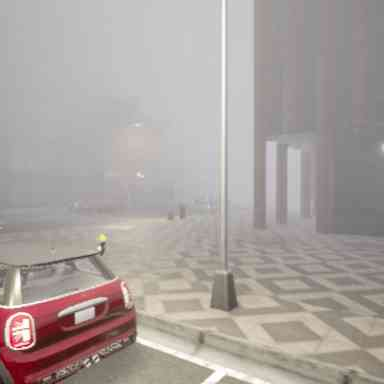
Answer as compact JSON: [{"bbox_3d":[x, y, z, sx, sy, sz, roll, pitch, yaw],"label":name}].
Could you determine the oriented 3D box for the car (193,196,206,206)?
[{"bbox_3d":[2.119,1.424,54.760,1.837,1.490,4.892,0,0,36],"label":"car"}]

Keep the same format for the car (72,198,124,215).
[{"bbox_3d":[-9.175,1.582,33.314,1.895,1.301,4.718,0,0,35],"label":"car"}]

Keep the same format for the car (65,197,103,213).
[{"bbox_3d":[-11.321,1.321,35.899,2.097,1.767,4.553,0,0,35],"label":"car"}]

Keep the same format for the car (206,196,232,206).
[{"bbox_3d":[4.546,1.492,52.569,1.994,1.385,4.181,0,0,36],"label":"car"}]

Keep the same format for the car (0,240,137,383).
[{"bbox_3d":[-2.815,1.449,4.962,4.097,1.590,1.967,0,0,35],"label":"car"}]
